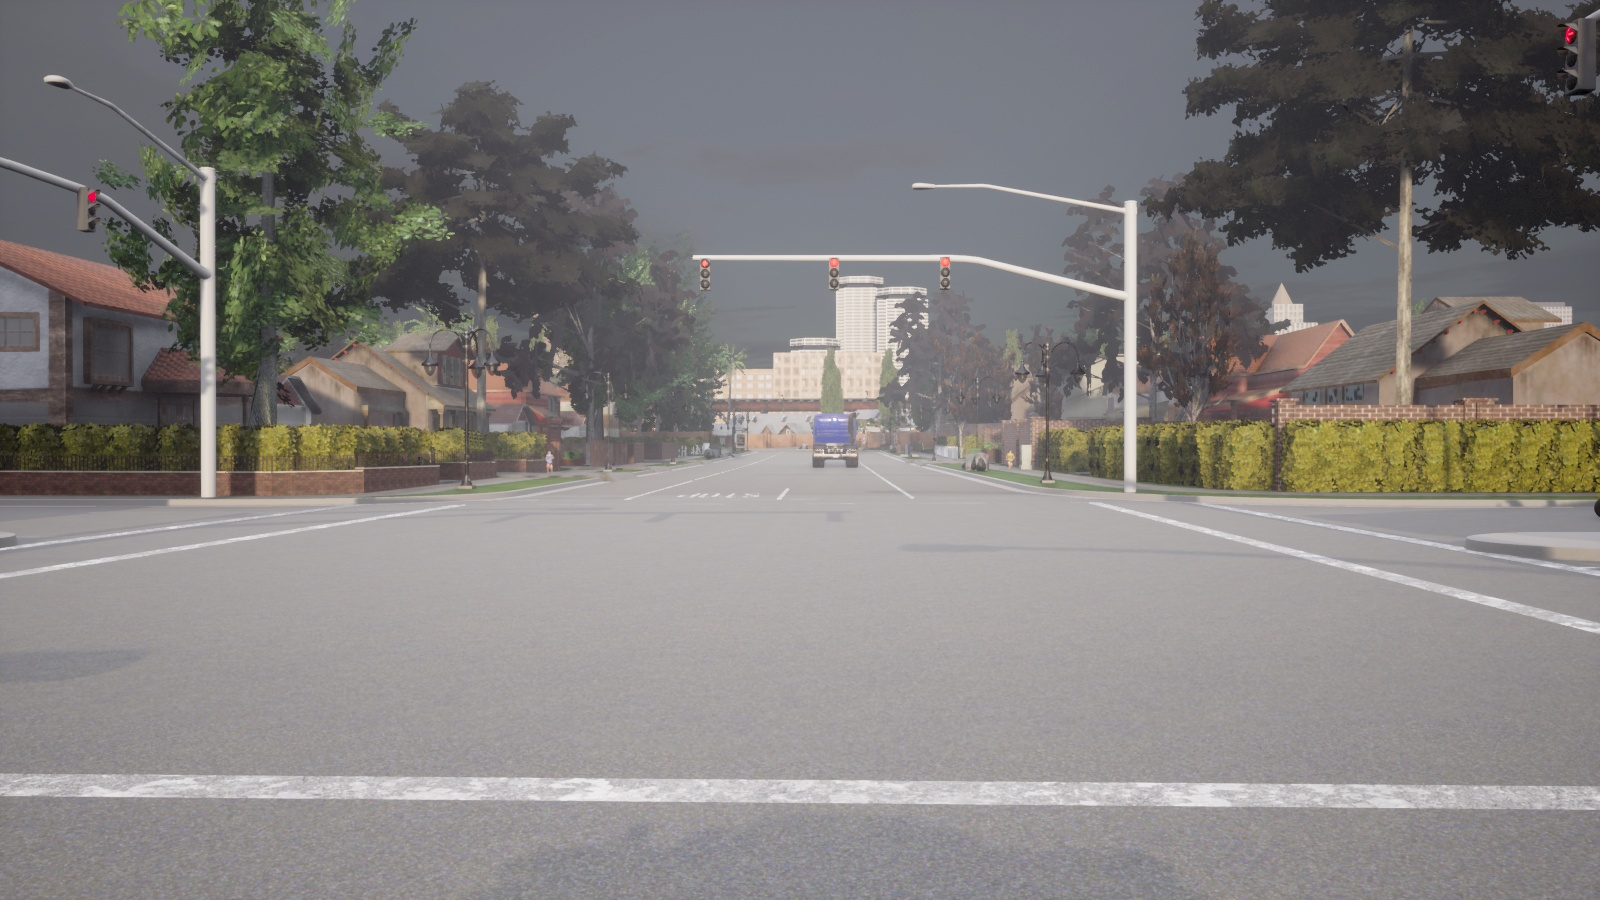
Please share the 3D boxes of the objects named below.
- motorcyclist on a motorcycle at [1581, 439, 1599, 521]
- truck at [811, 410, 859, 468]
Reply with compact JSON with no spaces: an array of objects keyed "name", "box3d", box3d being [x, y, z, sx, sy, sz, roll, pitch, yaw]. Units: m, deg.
[{"name":"motorcyclist on a motorcycle","box3d":[16.364,0.575,24.398,1.817,1.590,0.866,0,0,1]},{"name":"truck","box3d":[2.204,-0.682,79.263,2.891,3.462,7.936,0,0,1]}]
